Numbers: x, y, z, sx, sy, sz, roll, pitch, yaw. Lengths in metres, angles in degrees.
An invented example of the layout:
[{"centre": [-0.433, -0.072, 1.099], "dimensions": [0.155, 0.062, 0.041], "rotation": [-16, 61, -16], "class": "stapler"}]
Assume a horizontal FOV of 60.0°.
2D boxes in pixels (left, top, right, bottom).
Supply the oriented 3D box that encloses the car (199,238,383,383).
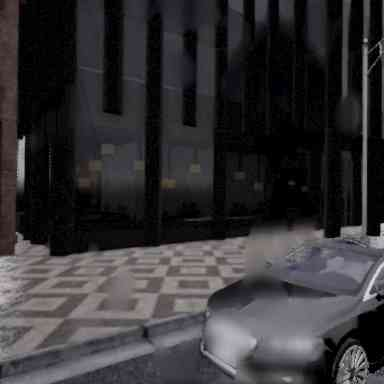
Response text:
[{"centre": [2.362, 1.523, 5.062], "dimensions": [4.902, 1.511, 2.128], "rotation": [0, 0, -35], "class": "car"}]
